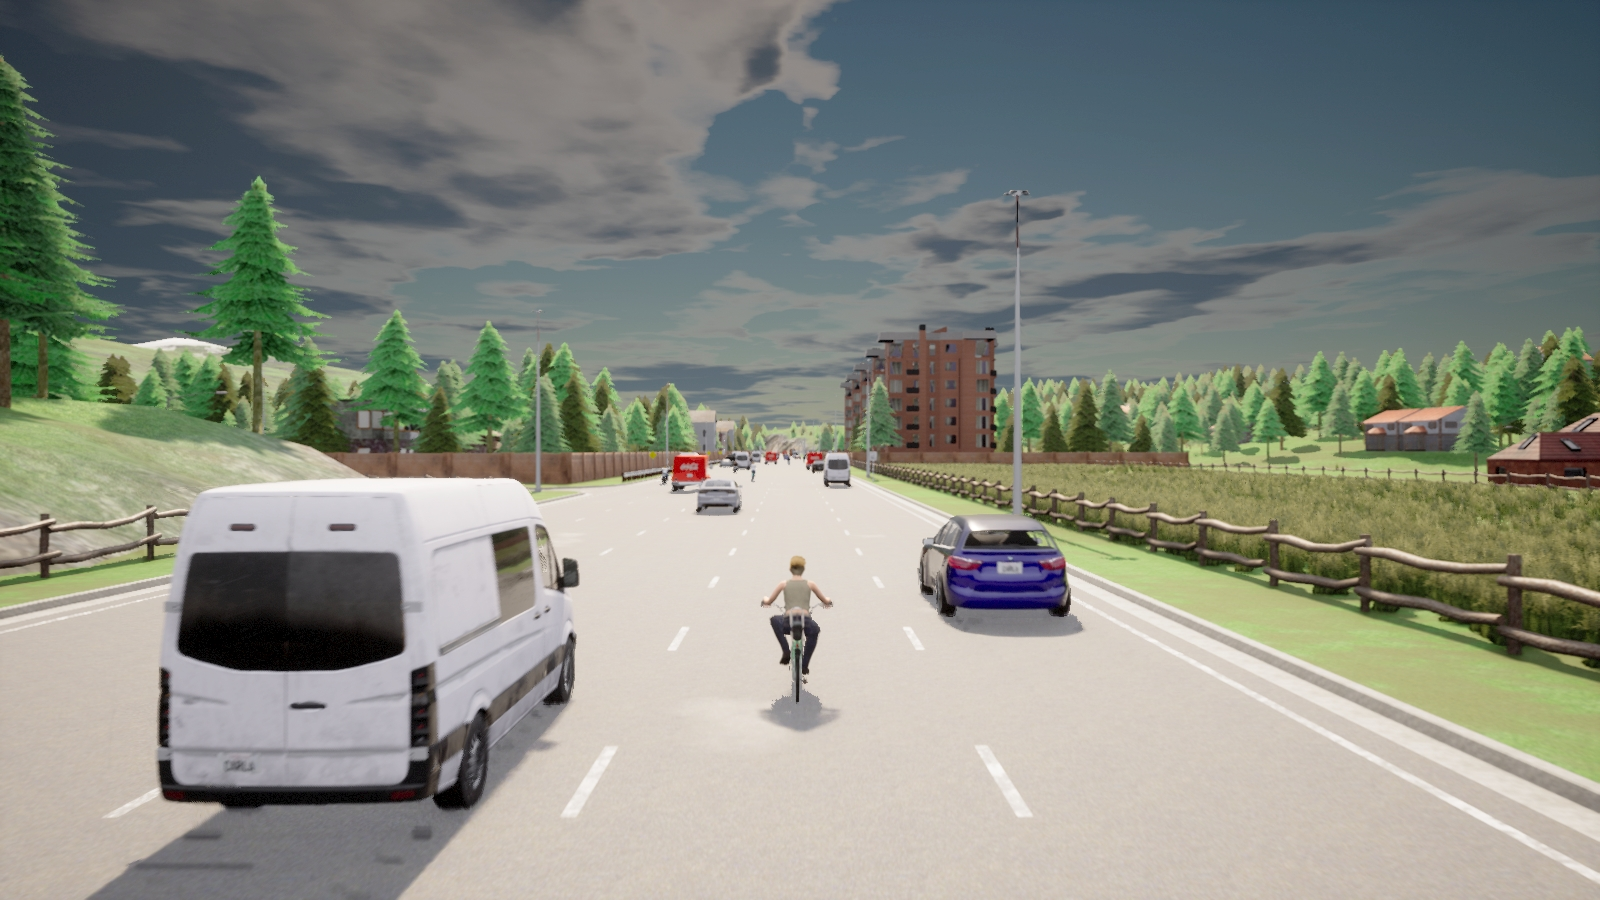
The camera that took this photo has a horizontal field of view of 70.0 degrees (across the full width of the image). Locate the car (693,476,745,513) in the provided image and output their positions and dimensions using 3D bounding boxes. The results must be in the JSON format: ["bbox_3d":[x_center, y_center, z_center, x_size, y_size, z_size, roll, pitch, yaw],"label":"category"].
[{"bbox_3d":[-3.740,2.058,53.502,2.097,1.535,5.006,0,0,0],"label":"car"}]

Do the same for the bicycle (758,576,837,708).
[{"bbox_3d":[-0.032,2.164,13.134,0.859,1.276,1.487,0,0,-1],"label":"bicycle"}]

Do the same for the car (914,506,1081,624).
[{"bbox_3d":[3.428,1.978,20.821,2.242,1.667,4.611,0,0,0],"label":"car"}]

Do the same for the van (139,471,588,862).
[{"bbox_3d":[-3.537,1.540,10.778,1.988,2.561,5.915,0,0,0],"label":"van"}]
